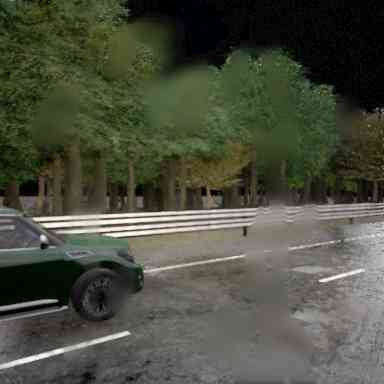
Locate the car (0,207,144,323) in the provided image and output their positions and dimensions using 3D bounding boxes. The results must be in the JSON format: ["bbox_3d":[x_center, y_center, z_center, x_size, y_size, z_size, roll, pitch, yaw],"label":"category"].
[{"bbox_3d":[-3.582,1.221,5.507,5.566,2.045,2.150,0,0,-36],"label":"car"}]
